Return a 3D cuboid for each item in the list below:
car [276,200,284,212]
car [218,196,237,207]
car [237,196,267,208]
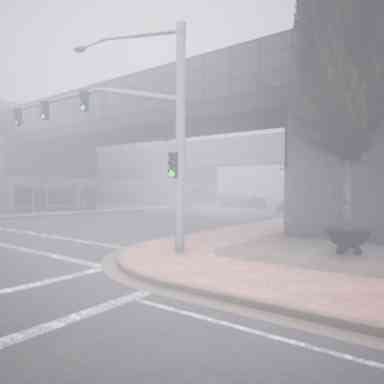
[{"bbox_3d":[10.631,1.456,35.674,1.994,1.385,4.181,1,0,36],"label":"car"},{"bbox_3d":[5.505,1.271,46.659,1.882,1.535,5.008,1,0,36],"label":"car"},{"bbox_3d":[8.346,1.304,44.617,1.882,1.535,5.008,1,0,36],"label":"car"}]
